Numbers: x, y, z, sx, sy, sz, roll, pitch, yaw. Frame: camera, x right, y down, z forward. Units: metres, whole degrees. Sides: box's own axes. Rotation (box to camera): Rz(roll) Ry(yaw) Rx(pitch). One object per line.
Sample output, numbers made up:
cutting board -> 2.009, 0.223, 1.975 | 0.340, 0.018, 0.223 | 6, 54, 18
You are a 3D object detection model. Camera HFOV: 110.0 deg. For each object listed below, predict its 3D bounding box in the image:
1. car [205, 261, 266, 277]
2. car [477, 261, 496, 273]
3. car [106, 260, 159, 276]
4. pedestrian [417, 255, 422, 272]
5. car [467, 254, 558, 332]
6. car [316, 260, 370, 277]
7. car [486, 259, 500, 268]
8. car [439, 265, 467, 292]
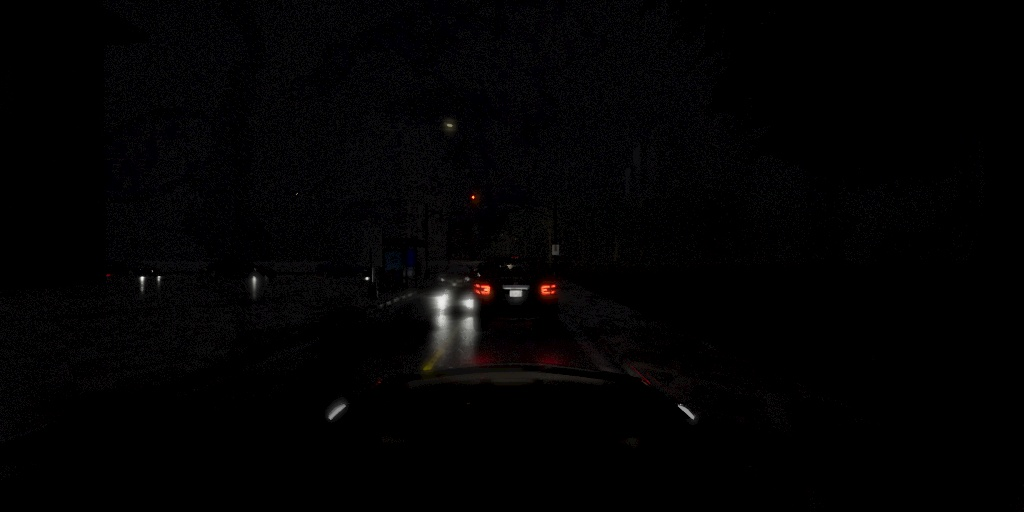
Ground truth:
car -> -25.343, 1.175, 32.986 | 4.892, 1.490, 1.837 | 0, 1, 1
car -> -3.083, 1.273, 43.423 | 1.994, 1.385, 4.181 | 0, 0, 0
car -> -35.716, 1.146, 33.263 | 4.892, 1.490, 1.837 | 0, 1, 2
pedestrian -> -10.071, 0.800, 38.828 | 0.375, 1.860, 0.375 | 0, 0, 1
car -> 0.099, 0.968, 11.039 | 2.150, 2.045, 5.566 | 0, 0, 0
car -> -15.157, 1.176, 32.728 | 5.008, 1.535, 1.882 | 0, 0, 0
car -> -3.069, 1.230, 59.228 | 2.033, 1.411, 5.357 | 0, 0, 0
car -> -3.092, 1.264, 21.568 | 1.812, 1.442, 4.674 | 0, 0, 0
